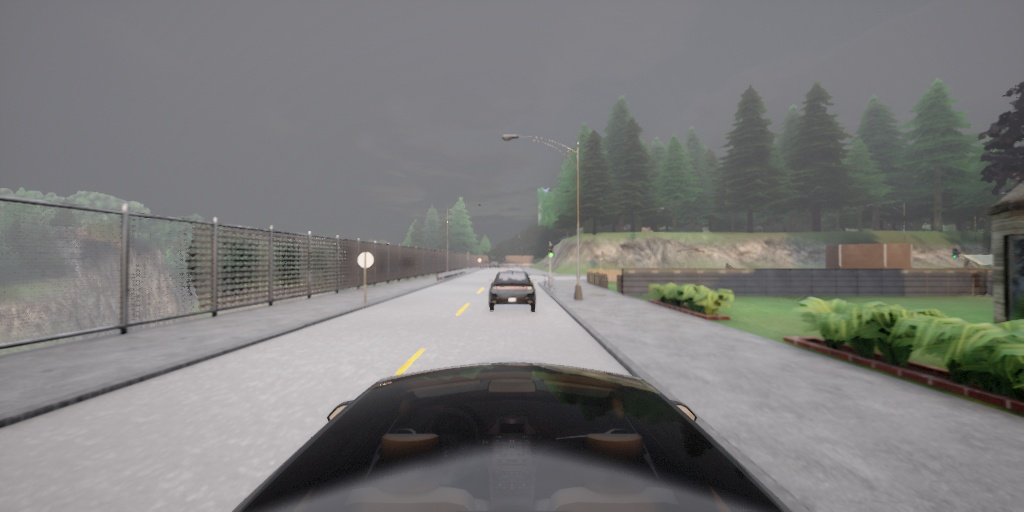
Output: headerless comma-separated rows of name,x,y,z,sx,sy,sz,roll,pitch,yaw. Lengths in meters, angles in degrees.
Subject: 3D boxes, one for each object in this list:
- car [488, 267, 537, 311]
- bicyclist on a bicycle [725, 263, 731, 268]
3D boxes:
car,0.025,1.390,15.335,2.128,1.511,4.902,0,0,0
bicyclist on a bicycle,19.812,1.434,32.872,0.582,1.620,1.656,0,-1,0
